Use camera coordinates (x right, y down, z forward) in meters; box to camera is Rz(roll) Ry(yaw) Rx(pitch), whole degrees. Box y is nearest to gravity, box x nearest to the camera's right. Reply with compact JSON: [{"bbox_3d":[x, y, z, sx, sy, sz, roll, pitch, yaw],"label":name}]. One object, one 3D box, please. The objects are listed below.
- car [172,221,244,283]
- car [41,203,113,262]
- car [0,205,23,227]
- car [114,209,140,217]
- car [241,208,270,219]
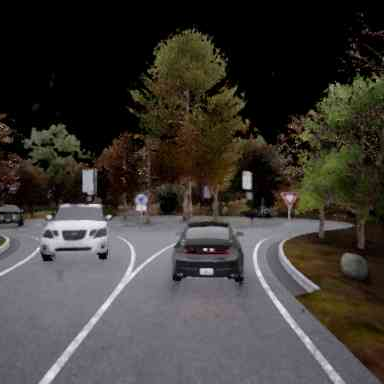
[{"bbox_3d":[0.522,1.638,10.096,1.837,1.490,4.892,0,-1,4],"label":"car"},{"bbox_3d":[-4.460,1.458,13.456,2.150,2.045,5.566,1,-2,-13],"label":"car"},{"bbox_3d":[-17.413,2.233,31.566,2.150,2.045,5.566,1,-2,-29],"label":"car"},{"bbox_3d":[-10.658,3.400,54.666,4.181,1.385,1.994,1,-3,-24],"label":"car"},{"bbox_3d":[9.551,3.192,50.655,2.097,1.767,4.553,2,-3,-36],"label":"car"}]
